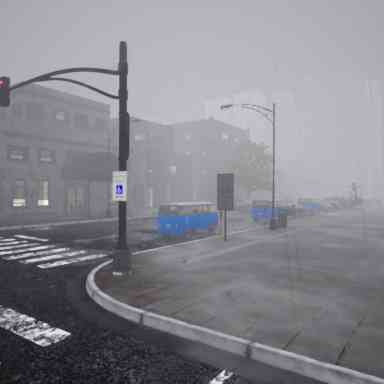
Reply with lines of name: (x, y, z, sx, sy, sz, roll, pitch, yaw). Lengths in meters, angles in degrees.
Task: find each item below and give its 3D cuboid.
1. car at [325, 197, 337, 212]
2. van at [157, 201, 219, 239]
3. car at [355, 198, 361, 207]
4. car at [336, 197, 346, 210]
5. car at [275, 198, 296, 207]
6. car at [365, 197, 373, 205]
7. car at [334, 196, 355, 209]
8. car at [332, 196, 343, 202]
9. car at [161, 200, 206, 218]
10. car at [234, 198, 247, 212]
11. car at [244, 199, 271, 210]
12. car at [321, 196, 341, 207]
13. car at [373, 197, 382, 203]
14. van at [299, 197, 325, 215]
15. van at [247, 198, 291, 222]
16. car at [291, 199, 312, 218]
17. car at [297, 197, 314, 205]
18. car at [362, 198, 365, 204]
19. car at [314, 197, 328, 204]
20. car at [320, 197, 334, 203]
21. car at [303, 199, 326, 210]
car: (15.882, 1.673, 40.375, 1.752, 1.417, 4.829, 0, 0, 35)
van: (-0.095, 1.408, 17.651, 1.690, 1.788, 3.998, 0, 0, 35)
car: (25.313, 1.518, 53.787, 2.192, 1.841, 5.009, 0, 0, 35)
car: (18.959, 1.731, 44.752, 1.947, 1.339, 4.313, 0, 0, 35)
car: (15.291, 1.668, 54.104, 1.887, 1.381, 4.507, 0, 0, 35)
car: (34.840, 1.811, 67.337, 1.887, 1.381, 4.507, 0, 0, 35)
car: (22.137, 1.499, 49.270, 2.192, 1.841, 5.009, 0, 0, 35)
car: (37.523, 1.715, 85.722, 1.967, 1.590, 4.097, 0, 0, 35)
car: (-0.687, 1.561, 31.380, 1.752, 1.417, 4.829, 0, 0, 35)
car: (5.764, 1.509, 40.554, 1.967, 1.590, 4.097, 0, 0, 35)
car: (8.939, 1.632, 45.071, 1.887, 1.381, 4.507, 0, 0, 35)
car: (22.986, 1.535, 54.972, 2.097, 1.767, 4.553, 1, 0, 35)
car: (44.368, 1.901, 80.888, 1.947, 1.339, 4.313, 0, 0, 35)
van: (12.609, 1.470, 35.718, 1.690, 1.788, 3.998, 0, 0, 35)
van: (6.257, 1.437, 26.685, 1.690, 1.788, 3.998, 0, 0, 35)
car: (9.431, 1.657, 31.201, 1.887, 1.381, 4.507, 0, 0, 35)
car: (21.643, 1.708, 63.138, 1.887, 1.381, 4.507, 0, 0, 35)
car: (28.586, 1.750, 58.443, 1.752, 1.417, 4.829, 0, 0, 35)
car: (27.897, 1.731, 72.032, 1.752, 1.417, 4.829, 0, 0, 35)
car: (31.170, 1.795, 76.689, 1.947, 1.339, 4.313, 0, 0, 35)
car: (17.258, 1.713, 46.826, 1.994, 1.385, 4.181, 1, 0, 35)
